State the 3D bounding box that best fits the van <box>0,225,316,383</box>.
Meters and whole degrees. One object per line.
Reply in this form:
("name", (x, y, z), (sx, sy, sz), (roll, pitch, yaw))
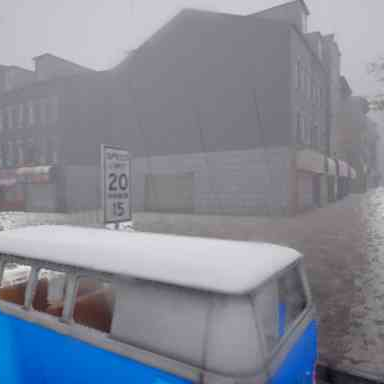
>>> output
("van", (-0.834, 1.308, 3.327), (3.998, 1.788, 1.690), (0, 1, 32))
